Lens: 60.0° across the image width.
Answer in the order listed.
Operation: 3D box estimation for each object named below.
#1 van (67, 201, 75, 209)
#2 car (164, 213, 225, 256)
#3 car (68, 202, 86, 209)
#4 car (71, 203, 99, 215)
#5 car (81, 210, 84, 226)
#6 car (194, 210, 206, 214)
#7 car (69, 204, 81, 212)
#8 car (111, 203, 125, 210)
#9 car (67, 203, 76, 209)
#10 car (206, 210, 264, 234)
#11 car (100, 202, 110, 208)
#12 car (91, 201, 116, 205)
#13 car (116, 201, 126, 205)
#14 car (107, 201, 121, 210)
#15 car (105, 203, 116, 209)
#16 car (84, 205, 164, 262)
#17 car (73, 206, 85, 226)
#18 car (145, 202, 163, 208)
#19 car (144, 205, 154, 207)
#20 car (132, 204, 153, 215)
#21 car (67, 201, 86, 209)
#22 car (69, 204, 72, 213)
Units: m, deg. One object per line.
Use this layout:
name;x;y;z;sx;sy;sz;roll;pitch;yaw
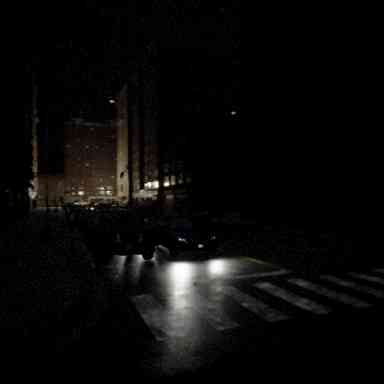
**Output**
van;-31.039;3.297;85.136;1.690;1.788;3.998;1;-2;-21
car;-0.515;1.828;14.848;1.812;1.442;4.674;0;-1;-21
car;-17.027;2.622;49.416;1.887;1.381;4.507;1;-1;-21
car;-11.022;2.175;34.113;1.967;1.590;4.097;1;-1;-21
car;-5.017;1.953;18.804;1.887;1.381;4.507;1;-1;-21
car;0.920;2.081;27.011;1.802;1.307;4.206;1;-1;-21
car;-20.968;2.839;59.462;1.752;1.417;4.829;1;-1;-21
car;-15.096;2.976;67.833;2.008;1.369;4.403;1;-2;-21
car;-29.038;3.391;80.028;1.947;1.339;4.313;1;-2;-21
car;2.859;1.921;22.068;1.752;1.417;4.829;1;-1;-21
car;-23.103;3.380;88.246;1.967;1.590;4.097;0;-2;-21
car;-11.652;2.265;43.410;2.097;1.767;4.553;0;-1;-21
car;-13.155;2.831;62.888;1.752;1.417;4.829;1;-1;-21
car;-17.097;2.867;72.941;2.192;1.841;5.009;1;-2;-21
car;-19.161;3.209;78.197;1.752;1.417;4.829;0;-2;-21
car;-3.014;1.619;13.707;2.192;1.841;5.009;1;-1;-21
car;-9.020;2.168;29.008;1.887;1.381;4.507;1;-1;-21
car;-5.086;2.147;42.326;2.192;1.841;5.009;1;-1;-21
car;-4.623;2.010;25.320;2.128;1.511;4.902;0;-1;-22
car;-7.088;2.497;47.423;2.008;1.369;4.403;1;-1;-21
car;-19.029;2.637;54.521;1.967;1.590;4.097;1;-1;-21
car;-13.024;2.398;39.212;2.008;1.369;4.403;1;-1;-21
